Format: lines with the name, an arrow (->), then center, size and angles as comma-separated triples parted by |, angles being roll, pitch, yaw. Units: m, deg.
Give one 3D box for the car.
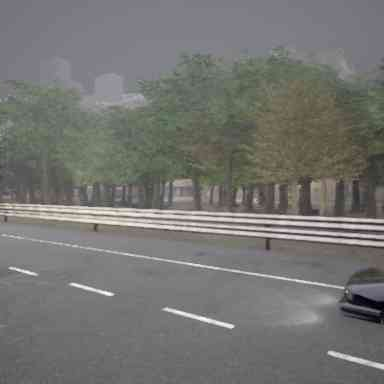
car -> 5.015, 1.548, 4.590 | 5.357, 1.411, 2.033 | 0, 0, 36
